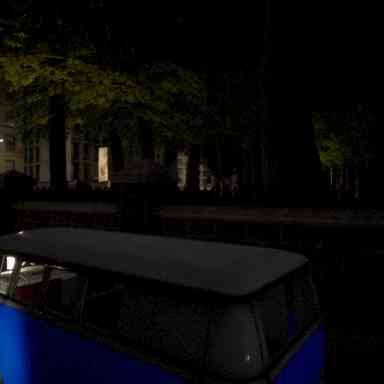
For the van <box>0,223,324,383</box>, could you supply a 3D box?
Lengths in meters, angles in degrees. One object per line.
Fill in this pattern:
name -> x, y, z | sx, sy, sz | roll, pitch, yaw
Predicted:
van -> -0.749, 1.341, 3.395 | 3.998, 1.788, 1.690 | 0, 0, 36
